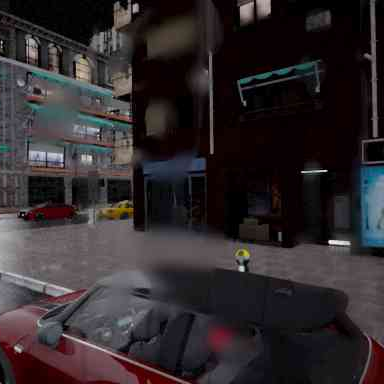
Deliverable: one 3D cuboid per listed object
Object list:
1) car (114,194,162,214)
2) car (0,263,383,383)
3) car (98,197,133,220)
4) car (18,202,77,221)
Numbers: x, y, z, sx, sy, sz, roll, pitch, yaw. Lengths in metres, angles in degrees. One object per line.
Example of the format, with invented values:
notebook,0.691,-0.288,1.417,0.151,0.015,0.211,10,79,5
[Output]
car,-5.338,1.154,33.362,2.097,1.767,4.553,-1,0,37
car,-0.356,1.441,3.206,4.097,1.590,1.967,0,-1,36
car,-4.618,1.282,24.563,1.752,1.417,4.829,-1,0,36
car,-11.040,1.450,25.620,1.994,1.385,4.181,-1,0,36
